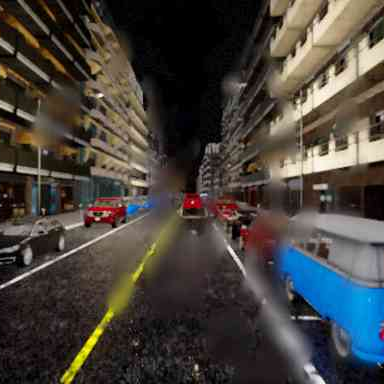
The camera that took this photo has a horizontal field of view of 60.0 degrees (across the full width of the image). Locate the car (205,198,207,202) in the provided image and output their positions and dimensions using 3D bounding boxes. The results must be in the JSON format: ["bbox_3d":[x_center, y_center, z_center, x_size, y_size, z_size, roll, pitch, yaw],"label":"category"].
[{"bbox_3d":[2.677,1.549,33.903,1.887,1.381,4.507,0,0,0],"label":"car"}]

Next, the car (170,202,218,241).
[{"bbox_3d":[0.086,1.505,16.652,1.837,1.490,4.892,0,0,0],"label":"car"}]

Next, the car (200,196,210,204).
[{"bbox_3d":[2.658,1.583,67.876,1.887,1.381,4.507,0,0,0],"label":"car"}]

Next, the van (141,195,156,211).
[{"bbox_3d":[-5.705,1.349,39.560,1.690,1.788,3.998,0,0,0],"label":"van"}]

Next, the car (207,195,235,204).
[{"bbox_3d":[2.681,1.316,28.240,2.192,1.841,5.009,0,0,0],"label":"car"}]

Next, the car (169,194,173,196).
[{"bbox_3d":[-5.726,1.591,73.533,1.887,1.381,4.507,0,0,0],"label":"car"}]

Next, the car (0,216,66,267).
[{"bbox_3d":[-5.691,1.549,11.250,2.008,1.369,4.403,0,0,0],"label":"car"}]

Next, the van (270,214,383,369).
[{"bbox_3d":[2.694,1.341,5.592,1.690,1.788,3.998,0,0,0],"label":"van"}]

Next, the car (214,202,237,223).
[{"bbox_3d":[2.683,1.581,22.578,1.802,1.307,4.206,0,0,0],"label":"car"}]

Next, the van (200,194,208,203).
[{"bbox_3d":[2.656,1.387,73.538,1.690,1.788,3.998,0,0,0],"label":"van"}]

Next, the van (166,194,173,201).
[{"bbox_3d":[-5.731,1.406,84.857,1.690,1.788,3.998,0,0,0],"label":"van"}]

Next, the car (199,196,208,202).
[{"bbox_3d":[2.651,1.621,79.198,1.947,1.339,4.313,0,0,0],"label":"car"}]

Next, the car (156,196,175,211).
[{"bbox_3d":[-3.039,1.535,40.903,1.812,1.442,4.674,0,0,0],"label":"car"}]

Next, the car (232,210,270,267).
[{"bbox_3d":[2.689,1.543,11.255,1.887,1.381,4.507,0,0,0],"label":"car"}]

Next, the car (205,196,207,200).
[{"bbox_3d":[2.670,1.595,45.226,1.802,1.307,4.206,0,0,0],"label":"car"}]

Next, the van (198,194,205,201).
[{"bbox_3d":[2.646,1.417,90.524,1.690,1.788,3.998,0,0,0],"label":"van"}]

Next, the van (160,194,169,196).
[{"bbox_3d":[-5.718,1.372,62.208,1.690,1.788,3.998,0,0,0],"label":"van"}]

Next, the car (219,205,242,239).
[{"bbox_3d":[2.686,1.565,16.916,1.947,1.339,4.313,0,0,0],"label":"car"}]

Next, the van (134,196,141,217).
[{"bbox_3d":[-5.699,1.342,28.235,1.690,1.788,3.998,0,0,0],"label":"van"}]

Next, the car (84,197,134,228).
[{"bbox_3d":[-5.695,1.314,22.573,2.192,1.841,5.009,0,0,0],"label":"car"}]

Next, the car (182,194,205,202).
[{"bbox_3d":[0.078,1.228,38.959,2.150,2.045,5.566,0,0,0],"label":"car"}]
